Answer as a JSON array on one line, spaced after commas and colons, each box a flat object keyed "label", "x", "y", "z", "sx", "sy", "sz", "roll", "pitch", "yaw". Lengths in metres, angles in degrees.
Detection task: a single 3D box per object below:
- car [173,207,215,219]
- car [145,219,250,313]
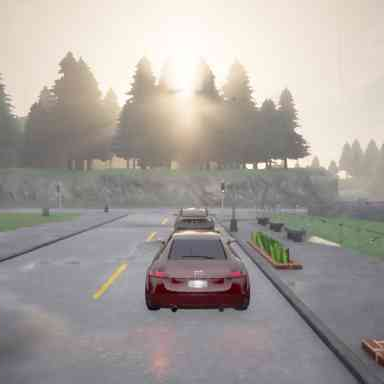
[{"label": "car", "x": 0.105, "y": 1.505, "z": 16.686, "sx": 1.837, "sy": 1.490, "sz": 4.892, "roll": 0, "pitch": 0, "yaw": 0}, {"label": "car", "x": 0.103, "y": 1.564, "z": 7.774, "sx": 1.994, "sy": 1.385, "sz": 4.181, "roll": 0, "pitch": 0, "yaw": 0}]
